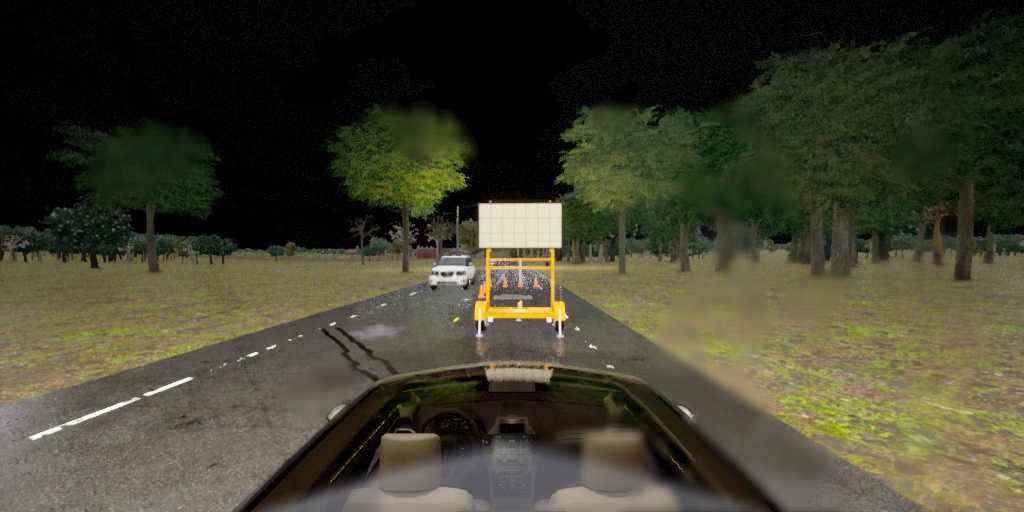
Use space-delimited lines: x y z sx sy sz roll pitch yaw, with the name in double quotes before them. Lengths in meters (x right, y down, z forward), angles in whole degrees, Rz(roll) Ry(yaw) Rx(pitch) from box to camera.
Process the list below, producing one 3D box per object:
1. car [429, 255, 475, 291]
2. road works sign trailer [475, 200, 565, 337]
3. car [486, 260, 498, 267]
"car" -3.559 0.960 22.370 2.150 2.045 5.566 0 0 0
"road works sign trailer" 0.239 0.208 10.251 2.380 3.560 2.880 0 0 2
"car" -3.448 1.271 63.301 2.128 1.511 4.902 0 0 0
